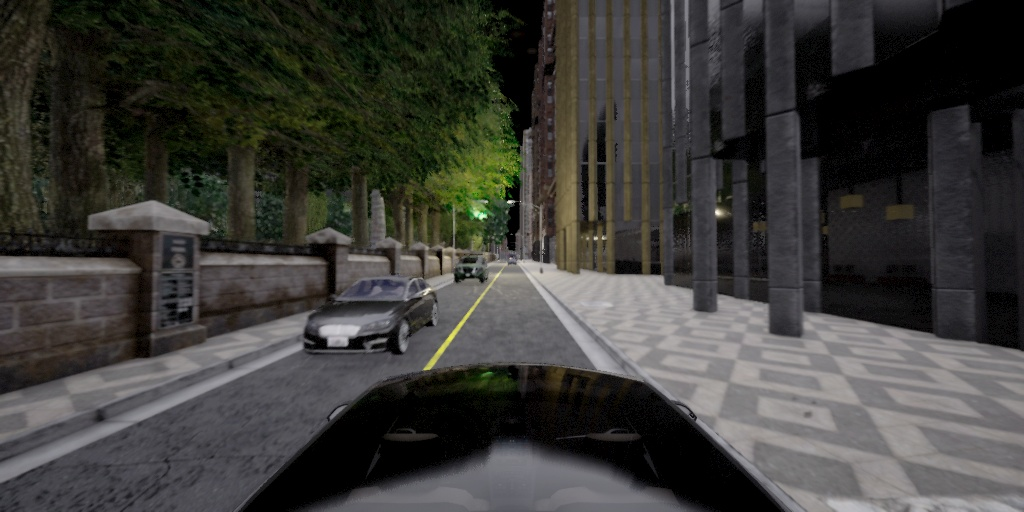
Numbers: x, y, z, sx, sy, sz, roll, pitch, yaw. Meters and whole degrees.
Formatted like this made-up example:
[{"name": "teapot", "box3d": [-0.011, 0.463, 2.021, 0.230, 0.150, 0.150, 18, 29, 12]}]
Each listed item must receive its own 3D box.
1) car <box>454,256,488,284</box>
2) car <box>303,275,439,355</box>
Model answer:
[{"name": "car", "box3d": [-3.031, 0.979, 27.612, 2.150, 2.045, 5.566, 0, 0, 1]}, {"name": "car", "box3d": [-3.081, 1.244, 8.806, 2.128, 1.511, 4.902, 0, 0, 0]}]
